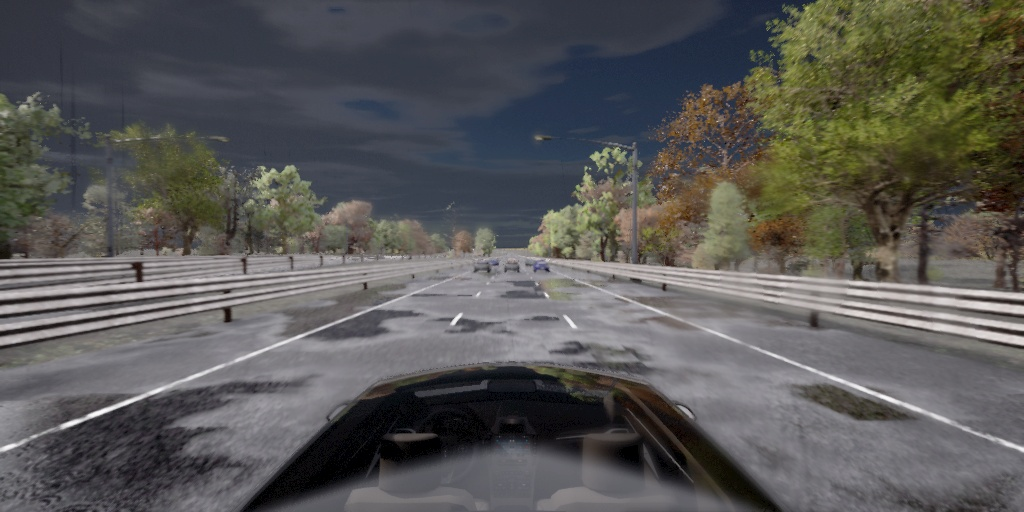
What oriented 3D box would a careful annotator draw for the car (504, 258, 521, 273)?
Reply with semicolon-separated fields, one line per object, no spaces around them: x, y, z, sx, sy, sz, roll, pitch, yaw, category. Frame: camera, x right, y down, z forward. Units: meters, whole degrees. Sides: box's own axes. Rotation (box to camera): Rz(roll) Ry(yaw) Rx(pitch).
0.026;1.212;43.441;2.128;1.511;4.902;0;0;0;car

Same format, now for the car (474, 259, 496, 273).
-3.475;1.212;43.273;2.128;1.511;4.902;0;0;0;car

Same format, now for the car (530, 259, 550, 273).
3.525;1.244;43.667;1.812;1.442;4.674;0;0;0;car
